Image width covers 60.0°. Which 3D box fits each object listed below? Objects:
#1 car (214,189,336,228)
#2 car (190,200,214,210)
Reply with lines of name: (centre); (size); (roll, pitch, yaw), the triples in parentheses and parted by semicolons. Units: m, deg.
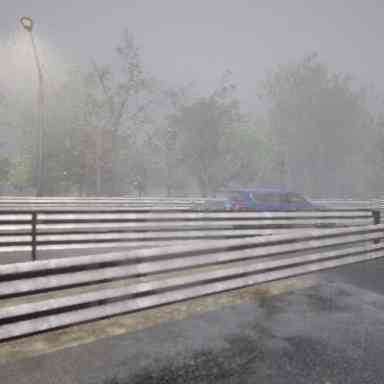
car: (4.165, 0.916, 15.998); (5.566, 2.045, 2.150); (1, 0, -19)
car: (1.930, 1.242, 22.636); (4.181, 1.385, 1.994); (1, 0, -19)
